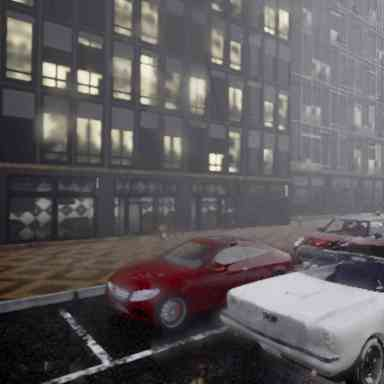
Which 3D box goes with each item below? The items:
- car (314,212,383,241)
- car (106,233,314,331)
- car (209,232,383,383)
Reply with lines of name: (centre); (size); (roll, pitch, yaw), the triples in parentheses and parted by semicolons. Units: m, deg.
car: (4.887, 1.457, 10.045); (4.097, 1.590, 1.967); (0, 1, -36)
car: (0.375, 1.592, 6.820); (4.206, 1.307, 1.802); (0, 1, -36)
car: (2.748, 1.610, 5.344); (4.718, 1.301, 1.895); (0, 0, -36)
